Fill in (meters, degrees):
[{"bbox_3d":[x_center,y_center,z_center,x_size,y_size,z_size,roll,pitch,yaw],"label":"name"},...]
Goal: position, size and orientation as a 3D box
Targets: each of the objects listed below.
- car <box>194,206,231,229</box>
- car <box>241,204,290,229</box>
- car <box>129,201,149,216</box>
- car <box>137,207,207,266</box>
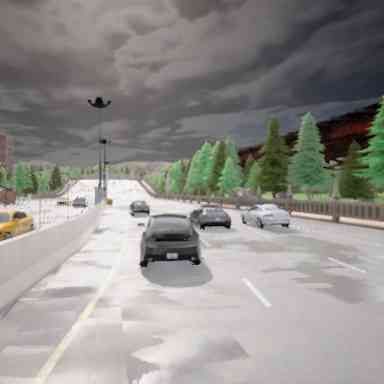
[{"bbox_3d":[1.073,1.563,21.487,1.994,1.385,4.181,0,0,-12],"label":"car"},{"bbox_3d":[4.661,1.509,21.463,1.812,1.442,4.674,0,0,-11],"label":"car"},{"bbox_3d":[-5.300,1.573,33.479,2.033,1.411,5.357,0,0,-14],"label":"car"},{"bbox_3d":[-0.831,1.512,11.675,1.837,1.490,4.892,0,0,-7],"label":"car"}]
